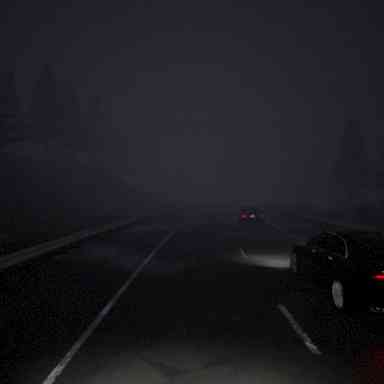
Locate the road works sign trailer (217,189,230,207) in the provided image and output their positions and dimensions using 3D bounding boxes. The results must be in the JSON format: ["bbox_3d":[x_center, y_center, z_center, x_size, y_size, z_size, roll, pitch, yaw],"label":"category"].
[{"bbox_3d":[6.247,1.179,65.445,2.380,3.560,2.880,0,-1,12],"label":"road works sign trailer"}]

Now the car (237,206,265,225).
[{"bbox_3d":[4.670,1.842,26.834,2.033,1.411,5.357,0,-1,4],"label":"car"}]

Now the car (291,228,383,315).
[{"bbox_3d":[3.719,1.592,7.717,1.837,1.490,4.892,0,-1,1],"label":"car"}]
